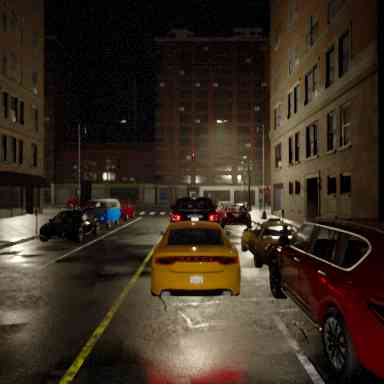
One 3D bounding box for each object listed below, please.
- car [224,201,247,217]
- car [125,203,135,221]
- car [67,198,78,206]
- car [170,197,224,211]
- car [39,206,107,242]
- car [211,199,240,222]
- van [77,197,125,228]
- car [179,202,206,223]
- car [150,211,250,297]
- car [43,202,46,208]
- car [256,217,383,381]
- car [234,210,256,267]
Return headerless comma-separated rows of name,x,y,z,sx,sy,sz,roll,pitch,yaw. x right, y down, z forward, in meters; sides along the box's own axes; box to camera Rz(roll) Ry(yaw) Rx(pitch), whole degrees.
car,2.681,1.456,21.844,1.967,1.590,4.097,1,0,0
car,-5.843,1.567,27.330,1.887,1.381,4.507,1,0,0
car,-13.708,1.402,43.467,5.008,1.535,1.882,0,-1,0
car,0.107,1.232,16.286,2.150,2.045,5.566,0,0,0
car,-5.847,1.576,16.365,1.947,1.339,4.313,1,0,0
car,2.683,1.462,27.327,1.967,1.590,4.097,1,0,0
van,-5.843,1.357,21.848,1.690,1.788,3.998,1,0,0
car,0.089,1.586,26.755,1.994,1.385,4.181,0,0,1
car,0.053,1.481,8.661,1.882,1.535,5.008,0,0,-1
car,-20.326,1.321,40.258,5.008,1.535,1.882,0,-1,0
car,2.678,1.316,5.395,2.192,1.841,5.009,1,0,0
car,2.678,1.531,11.049,1.752,1.417,4.829,1,0,0
